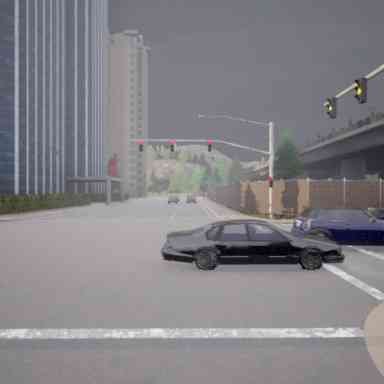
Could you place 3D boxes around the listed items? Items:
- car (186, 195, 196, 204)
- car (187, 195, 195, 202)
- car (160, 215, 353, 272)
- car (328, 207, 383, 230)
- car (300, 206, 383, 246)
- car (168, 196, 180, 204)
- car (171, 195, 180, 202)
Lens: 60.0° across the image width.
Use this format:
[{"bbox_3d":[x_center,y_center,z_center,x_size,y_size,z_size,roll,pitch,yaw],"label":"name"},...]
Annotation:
[{"bbox_3d":[-0.140,1.524,63.517,2.033,1.411,5.357,0,0,0],"label":"car"},{"bbox_3d":[-0.163,1.357,73.919,1.812,1.442,4.674,0,0,0],"label":"car"},{"bbox_3d":[1.737,1.563,10.310,5.357,1.411,2.033,0,0,0],"label":"car"},{"bbox_3d":[11.344,1.648,21.092,4.718,1.301,1.895,0,0,1],"label":"car"},{"bbox_3d":[6.532,1.394,13.830,4.553,1.767,2.097,0,0,0],"label":"car"},{"bbox_3d":[-3.640,1.524,63.510,2.033,1.411,5.357,0,0,0],"label":"car"},{"bbox_3d":[-3.663,1.428,73.941,1.895,1.301,4.718,0,0,0],"label":"car"}]
